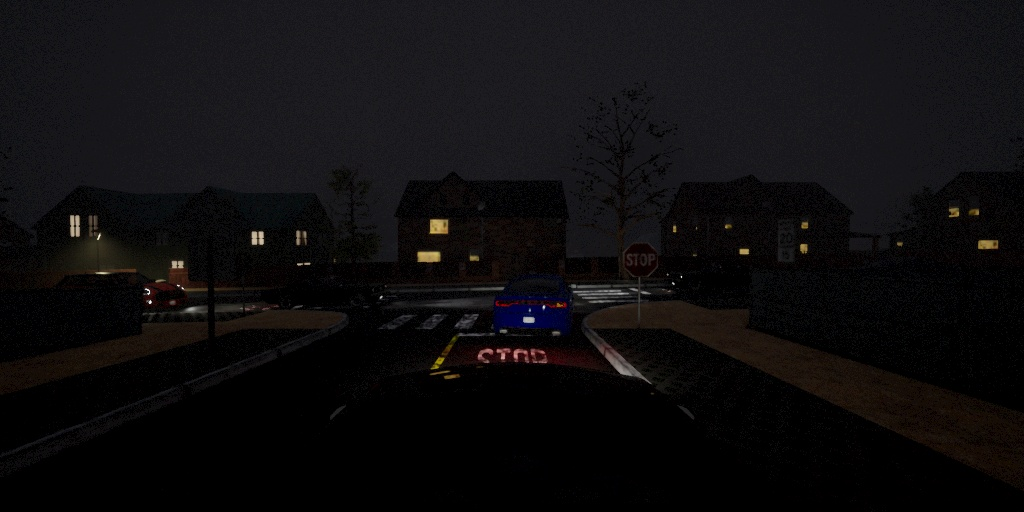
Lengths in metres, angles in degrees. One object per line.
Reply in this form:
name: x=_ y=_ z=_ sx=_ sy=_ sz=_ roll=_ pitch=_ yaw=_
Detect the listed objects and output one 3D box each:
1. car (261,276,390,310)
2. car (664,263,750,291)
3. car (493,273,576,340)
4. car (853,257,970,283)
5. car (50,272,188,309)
car: x=-7.815 y=1.506 z=15.371 sx=4.718 sy=1.301 sz=1.895 roll=-1 pitch=1 yaw=0
car: x=10.406 y=1.034 z=18.303 sx=4.718 sy=1.301 sz=1.895 roll=-1 pitch=1 yaw=-1
car: x=0.784 y=1.226 z=10.165 sx=1.882 sy=1.535 sz=5.008 roll=0 pitch=0 yaw=10
car: x=20.051 y=0.753 z=18.342 sx=5.357 sy=1.411 sz=2.033 roll=-1 pitch=1 yaw=0
car: x=-16.803 y=1.472 z=15.360 sx=4.553 sy=1.767 sz=2.097 roll=-1 pitch=1 yaw=0
